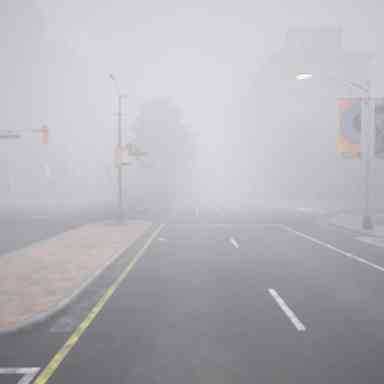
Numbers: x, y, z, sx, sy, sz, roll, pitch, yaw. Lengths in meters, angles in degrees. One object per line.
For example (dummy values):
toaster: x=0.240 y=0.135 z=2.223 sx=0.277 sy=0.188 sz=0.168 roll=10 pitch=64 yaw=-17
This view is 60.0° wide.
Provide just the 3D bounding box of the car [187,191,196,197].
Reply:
car: x=-0.192 y=0.389 z=77.382 sx=1.812 sy=1.442 sz=4.674 roll=0 pitch=1 yaw=0

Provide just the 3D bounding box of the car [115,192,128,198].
car: x=-14.924 y=0.667 z=70.609 sx=1.895 sy=1.301 sz=4.718 roll=0 pitch=1 yaw=0

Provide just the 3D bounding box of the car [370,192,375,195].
car: x=37.767 y=0.478 z=72.135 sx=2.231 sy=1.521 sz=4.892 roll=0 pitch=1 yaw=0

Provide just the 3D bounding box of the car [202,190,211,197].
car: x=3.308 y=0.387 z=77.391 sx=2.128 sy=1.511 sz=4.902 roll=0 pitch=1 yaw=0
